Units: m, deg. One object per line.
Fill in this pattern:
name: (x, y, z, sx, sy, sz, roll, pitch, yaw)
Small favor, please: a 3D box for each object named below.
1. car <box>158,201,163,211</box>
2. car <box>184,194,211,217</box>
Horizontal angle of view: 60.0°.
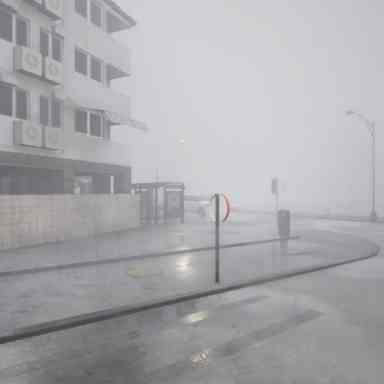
car: (-5.052, 1.525, 39.621, 1.812, 1.442, 4.674, 0, 0, -35)
car: (0.628, 1.221, 31.627, 2.150, 2.045, 5.566, 0, 0, -35)
